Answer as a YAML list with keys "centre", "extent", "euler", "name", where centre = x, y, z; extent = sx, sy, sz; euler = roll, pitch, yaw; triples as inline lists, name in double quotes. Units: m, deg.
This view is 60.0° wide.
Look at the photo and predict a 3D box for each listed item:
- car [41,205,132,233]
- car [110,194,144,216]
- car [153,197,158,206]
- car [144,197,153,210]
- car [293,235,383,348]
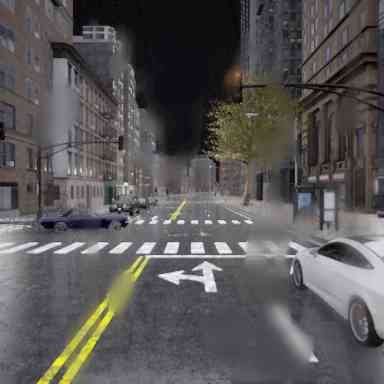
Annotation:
- centre: [-6.081, 1.618, 19.270]
  extent: [4.718, 1.301, 1.895]
  euler: [0, 0, -16]
  name: "car"
- centre: [-6.606, 1.244, 33.284]
  extent: [2.150, 2.045, 5.566]
  euler: [0, 0, 1]
  name: "car"
- centre: [-6.647, 1.495, 53.713]
  extent: [2.128, 1.511, 4.902]
  euler: [0, 0, 0]
  name: "car"
- centre: [-6.645, 1.497, 43.395]
  extent: [1.882, 1.535, 5.008]
  euler: [0, 0, 0]
  name: "car"
- centre: [3.343, 1.533, 6.176]
  extent: [1.812, 1.442, 4.674]
  euler: [0, 0, 0]
  name: "car"
